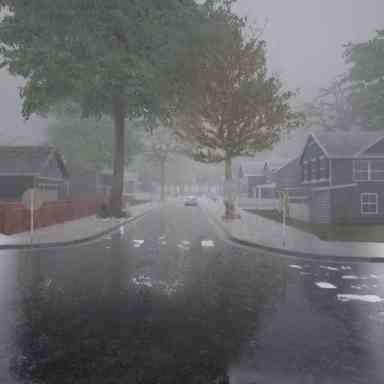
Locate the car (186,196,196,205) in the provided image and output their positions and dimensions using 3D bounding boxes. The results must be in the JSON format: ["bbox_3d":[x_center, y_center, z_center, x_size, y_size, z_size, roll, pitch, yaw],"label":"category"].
[{"bbox_3d":[-0.166,1.541,62.262,1.812,1.442,4.674,0,0,0],"label":"car"}]

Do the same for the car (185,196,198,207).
[{"bbox_3d":[-0.139,1.578,52.256,1.994,1.385,4.181,0,0,0],"label":"car"}]
